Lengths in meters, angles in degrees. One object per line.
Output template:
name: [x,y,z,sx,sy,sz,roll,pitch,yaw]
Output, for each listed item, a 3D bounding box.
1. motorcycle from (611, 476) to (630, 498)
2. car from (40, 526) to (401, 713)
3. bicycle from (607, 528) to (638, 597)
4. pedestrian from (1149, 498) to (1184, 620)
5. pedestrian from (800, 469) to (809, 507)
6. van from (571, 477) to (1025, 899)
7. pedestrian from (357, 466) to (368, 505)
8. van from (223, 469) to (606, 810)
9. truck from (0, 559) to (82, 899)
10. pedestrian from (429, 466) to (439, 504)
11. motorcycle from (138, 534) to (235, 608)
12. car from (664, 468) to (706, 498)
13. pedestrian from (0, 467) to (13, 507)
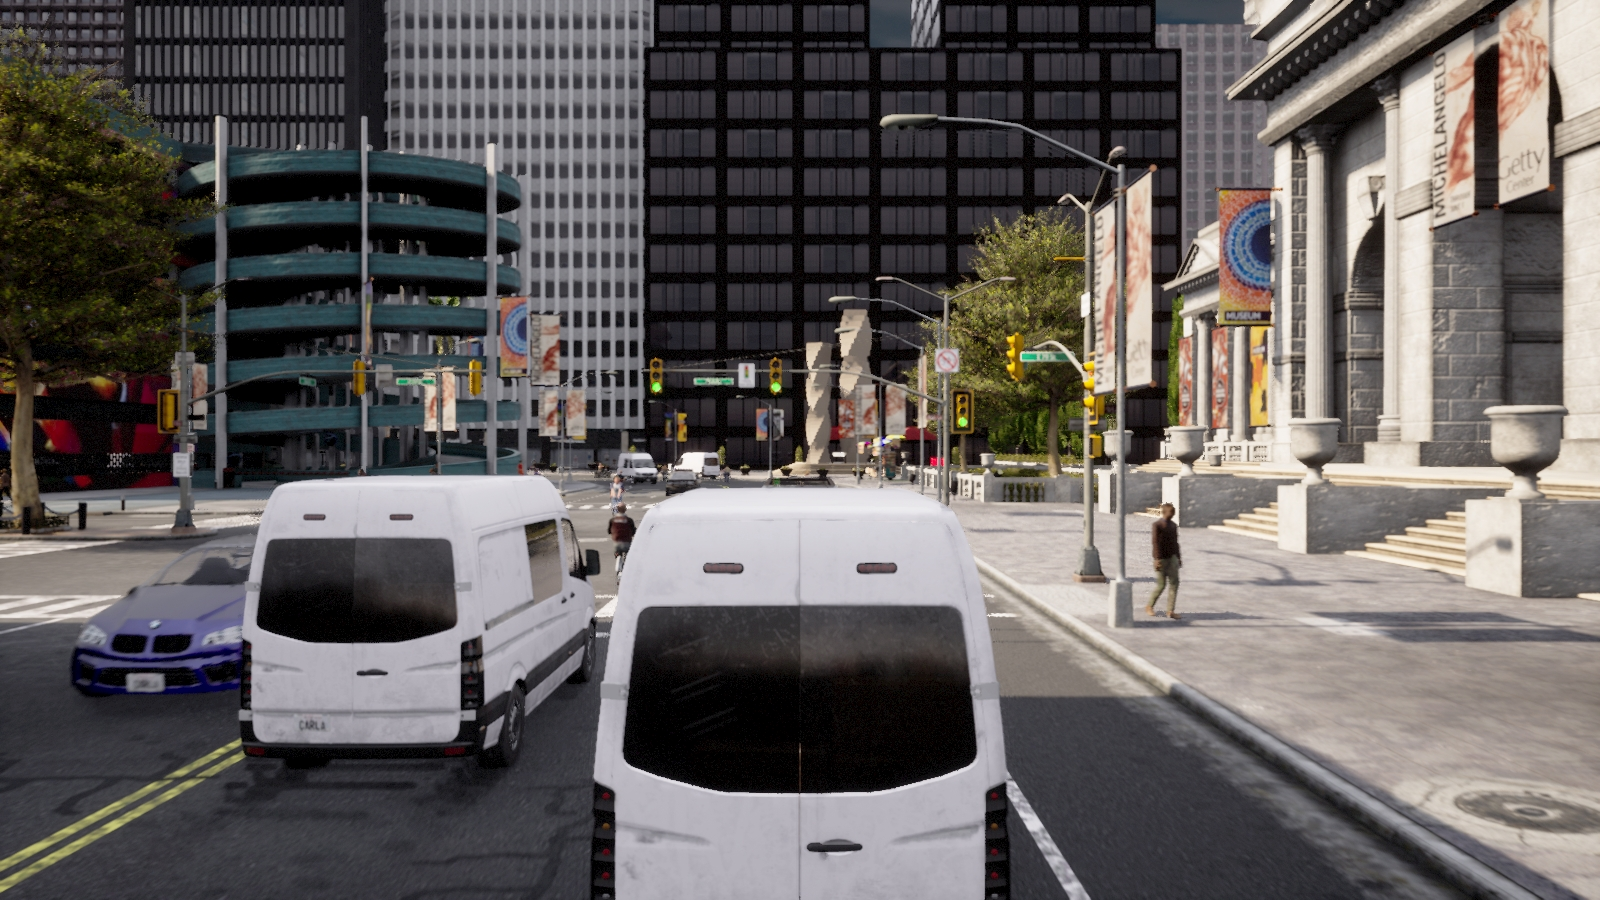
motorcycle: [-10.525,2.179,67.077,0.856,1.236,1.805,0,0,0]
car: [-7.001,1.965,14.512,2.242,1.667,4.611,0,0,0]
bicycle: [-3.517,2.209,22.729,0.329,1.171,1.835,0,0,0]
pedestrian: [5.738,1.695,17.891,0.375,1.860,0.375,0,0,-22]
pedestrian: [0.227,1.847,56.225,0.375,1.860,0.375,0,0,-18]
van: [-0.011,1.534,7.965,1.988,2.561,5.915,0,0,0]
pedestrian: [-20.874,1.695,54.519,0.375,1.860,0.375,0,0,18]
van: [-3.511,1.534,11.886,1.988,2.561,5.915,0,0,0]
truck: [-3.500,1.568,0.876,2.627,2.467,5.204,0,0,0]
pedestrian: [-17.791,1.697,55.550,0.375,1.860,0.375,0,0,8]
motorcycle: [-11.395,2.212,21.204,2.033,1.145,0.803,0,2,38]
car: [-6.945,1.980,69.447,2.097,1.638,5.238,0,0,-1]
pedestrian: [-36.441,1.696,52.440,0.375,1.860,0.375,0,0,10]
